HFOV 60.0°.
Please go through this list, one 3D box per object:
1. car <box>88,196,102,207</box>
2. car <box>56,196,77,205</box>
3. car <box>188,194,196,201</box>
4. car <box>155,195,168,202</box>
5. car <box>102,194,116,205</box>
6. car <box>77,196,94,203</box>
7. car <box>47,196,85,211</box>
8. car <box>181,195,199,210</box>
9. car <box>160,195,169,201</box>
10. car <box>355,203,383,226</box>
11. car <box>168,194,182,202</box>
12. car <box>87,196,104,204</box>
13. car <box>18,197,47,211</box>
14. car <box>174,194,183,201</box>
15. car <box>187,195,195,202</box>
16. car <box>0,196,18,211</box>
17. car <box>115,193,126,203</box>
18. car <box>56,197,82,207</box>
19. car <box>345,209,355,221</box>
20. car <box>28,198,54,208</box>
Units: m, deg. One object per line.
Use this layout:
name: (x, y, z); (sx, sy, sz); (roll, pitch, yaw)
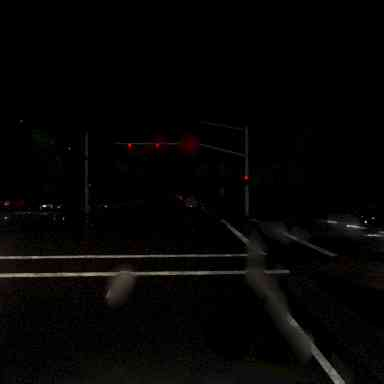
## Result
car: (-15.221, 1.564, 49.293); (1.994, 1.385, 4.181); (0, 0, 0)
car: (-22.210, 1.525, 59.009); (1.812, 1.442, 4.674); (0, 0, 0)
car: (0.039, 1.419, 84.450); (1.882, 1.535, 5.008); (0, 0, 1)
car: (-7.151, 1.536, 74.255); (2.033, 1.411, 5.357); (0, 0, 1)
car: (-15.223, 1.563, 58.199); (1.994, 1.385, 4.181); (0, 0, 0)
car: (-22.174, 1.594, 69.354); (1.895, 1.301, 4.718); (0, 0, 0)
car: (-15.203, 1.491, 40.390); (2.128, 1.511, 4.902); (0, 0, 0)
car: (-0.112, 1.525, 43.252); (1.812, 1.442, 4.674); (0, 0, 0)
car: (-6.959, 1.465, 84.616); (1.812, 1.442, 4.674); (0, 0, 1)
car: (13.887, 1.548, 21.468); (5.357, 1.411, 2.033); (0, 0, 1)
car: (-3.648, 1.551, 74.675); (1.994, 1.385, 4.181); (0, 0, 1)
car: (-18.691, 1.506, 64.710); (1.837, 1.490, 4.892); (0, 0, 0)
car: (-18.741, 1.547, 40.940); (2.033, 1.411, 5.357); (0, 0, 0)
car: (-3.460, 1.296, 84.504); (2.097, 1.767, 4.553); (0, 0, 1)
car: (-0.151, 1.521, 74.270); (1.812, 1.442, 4.674); (0, 0, 1)
car: (-22.203, 1.352, 40.447); (2.097, 1.767, 4.553); (0, 0, 0)
car: (-15.176, 1.225, 69.017); (2.150, 2.045, 5.566); (0, 0, 0)
car: (-18.726, 1.547, 51.012); (2.033, 1.411, 5.357); (0, 0, 0)
car: (13.969, 1.526, 24.967); (4.674, 1.442, 1.812); (0, 0, 1)
car: (-22.222, 1.564, 49.079); (1.994, 1.385, 4.181); (0, 0, 0)
